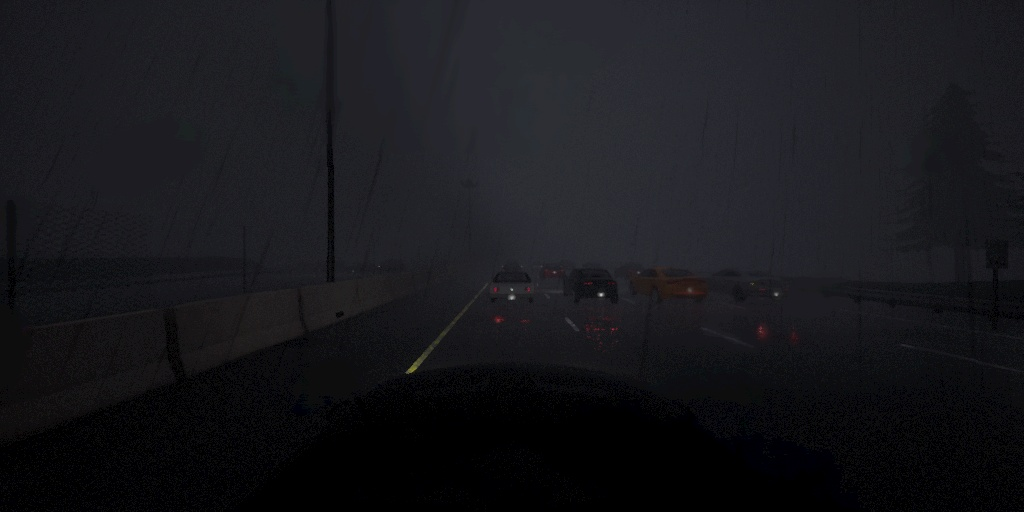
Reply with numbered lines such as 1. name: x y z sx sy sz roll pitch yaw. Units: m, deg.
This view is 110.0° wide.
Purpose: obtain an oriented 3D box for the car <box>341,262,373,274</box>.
1. car: -17.498 1.392 41.672 1.895 1.301 4.718 0 0 0

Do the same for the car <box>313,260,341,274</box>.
1. car: -20.998 1.255 41.502 2.128 1.511 4.902 0 0 0

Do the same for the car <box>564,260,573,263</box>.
1. car: 7.002 1.235 46.701 1.882 1.535 5.008 0 0 0

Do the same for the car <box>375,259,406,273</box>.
1. car: -13.998 1.143 41.731 2.097 1.767 4.553 0 0 0

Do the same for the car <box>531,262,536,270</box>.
1. car: 3.502 1.365 46.731 1.895 1.301 4.718 0 0 0

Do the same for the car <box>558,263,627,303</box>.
1. car: 3.501 1.267 16.501 1.837 1.490 4.892 0 0 0

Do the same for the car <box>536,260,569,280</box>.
1. car: 3.502 1.321 31.501 1.994 1.385 4.181 0 0 0

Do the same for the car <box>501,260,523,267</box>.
1. car: 0.002 1.319 31.501 1.994 1.385 4.181 0 0 0

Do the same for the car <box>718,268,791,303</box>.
1. car: 10.500 1.281 16.501 1.812 1.442 4.674 0 0 0

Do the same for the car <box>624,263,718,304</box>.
1. car: 7.000 1.234 16.501 1.882 1.535 5.008 0 0 0

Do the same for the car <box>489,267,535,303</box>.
1. car: 0.001 1.365 16.531 1.895 1.301 4.718 0 0 0
